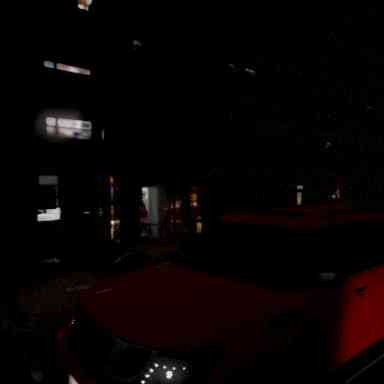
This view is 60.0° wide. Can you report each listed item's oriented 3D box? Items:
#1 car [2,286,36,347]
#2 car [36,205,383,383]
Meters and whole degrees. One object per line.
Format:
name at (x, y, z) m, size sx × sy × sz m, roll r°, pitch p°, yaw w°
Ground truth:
car at (-0.717, 1.565, 6.166) m, size 4.829 × 1.417 × 1.752 m, roll 0°, pitch -1°, yaw -38°
car at (1.233, 1.242, 4.396) m, size 5.566 × 2.045 × 2.150 m, roll 0°, pitch 0°, yaw -38°
